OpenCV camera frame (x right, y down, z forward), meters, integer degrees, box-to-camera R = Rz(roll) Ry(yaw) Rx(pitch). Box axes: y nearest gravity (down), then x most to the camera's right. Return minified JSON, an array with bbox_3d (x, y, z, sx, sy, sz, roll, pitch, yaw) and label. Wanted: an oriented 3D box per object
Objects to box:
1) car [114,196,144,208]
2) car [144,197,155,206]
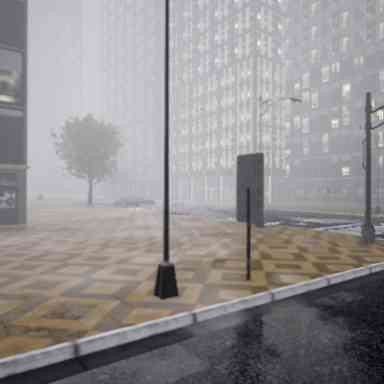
[{"bbox_3d":[-8.129,1.230,41.505,1.994,1.385,4.181,0,0,-37],"label":"car"},{"bbox_3d":[-6.895,1.259,45.296,1.895,1.301,4.718,0,0,-36],"label":"car"}]
